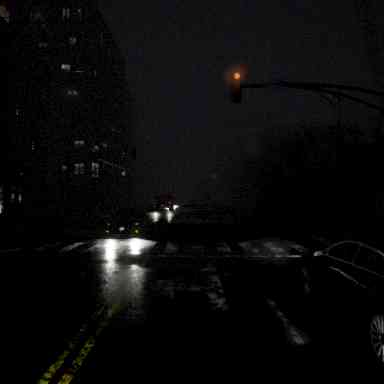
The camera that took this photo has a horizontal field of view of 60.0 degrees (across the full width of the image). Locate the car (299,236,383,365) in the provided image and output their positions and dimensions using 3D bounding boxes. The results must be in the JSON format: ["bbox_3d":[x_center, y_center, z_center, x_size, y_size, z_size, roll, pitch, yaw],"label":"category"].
[{"bbox_3d":[3.341,1.491,5.654,2.128,1.511,4.902,0,0,0],"label":"car"}]

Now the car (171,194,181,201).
[{"bbox_3d":[-3.369,1.195,72.830,1.994,1.385,4.181,0,0,0],"label":"car"}]

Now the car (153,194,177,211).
[{"bbox_3d":[-3.416,1.229,40.845,2.150,2.045,5.566,0,0,0],"label":"car"}]

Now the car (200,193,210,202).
[{"bbox_3d":[3.123,1.258,78.186,2.150,2.045,5.566,0,0,0],"label":"car"}]

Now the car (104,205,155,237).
[{"bbox_3d":[-3.391,1.603,18.073,1.994,1.385,4.181,-1,0,0],"label":"car"}]

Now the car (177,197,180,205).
[{"bbox_3d":[-3.429,1.507,57.452,2.128,1.511,4.902,0,0,0],"label":"car"}]
